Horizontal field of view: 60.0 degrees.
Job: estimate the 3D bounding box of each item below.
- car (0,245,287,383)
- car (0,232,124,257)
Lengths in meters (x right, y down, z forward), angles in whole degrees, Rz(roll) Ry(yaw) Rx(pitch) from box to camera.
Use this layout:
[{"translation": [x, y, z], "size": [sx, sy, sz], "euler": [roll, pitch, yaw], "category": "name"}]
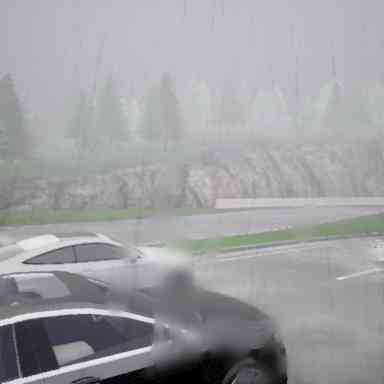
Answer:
[{"translation": [-1.233, 1.491, 2.849], "size": [4.902, 1.511, 2.128], "euler": [0, 0, -35], "category": "car"}, {"translation": [-2.054, 1.526, 6.541], "size": [4.674, 1.442, 1.812], "euler": [0, 0, -35], "category": "car"}]
